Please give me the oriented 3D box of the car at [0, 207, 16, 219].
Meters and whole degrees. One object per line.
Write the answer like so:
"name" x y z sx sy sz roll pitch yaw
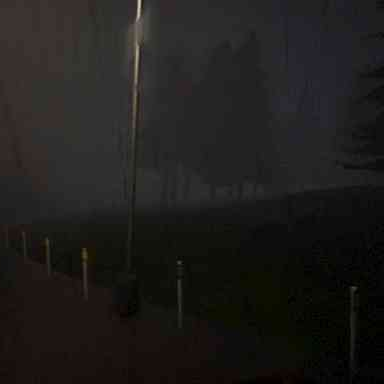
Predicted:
"car" -21.940 2.387 37.763 2.033 1.411 5.357 3 -2 -5
